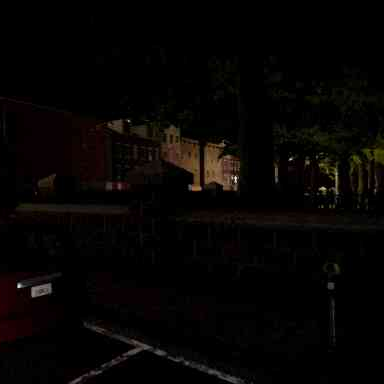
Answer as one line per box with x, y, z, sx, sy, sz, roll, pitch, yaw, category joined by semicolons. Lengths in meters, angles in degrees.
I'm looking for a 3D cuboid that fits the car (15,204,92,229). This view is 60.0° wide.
-9.369;1.583;22.910;1.812;1.442;4.674;-1;-1;35;car

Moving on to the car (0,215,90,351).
-3.830;1.318;5.564;5.009;1.841;2.192;0;-1;36;car
